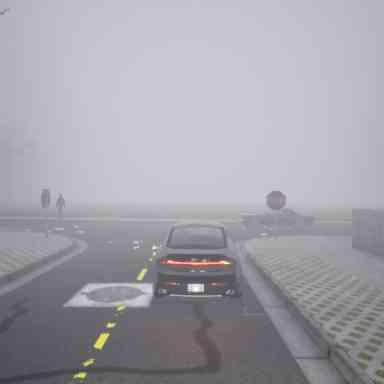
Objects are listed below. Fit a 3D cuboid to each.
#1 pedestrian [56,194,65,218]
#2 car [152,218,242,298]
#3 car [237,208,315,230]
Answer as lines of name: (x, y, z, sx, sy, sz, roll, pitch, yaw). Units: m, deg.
pedestrian: (-9.685, 0.997, 24.504, 0.375, 1.860, 0.375, 0, -1, 0)
car: (0.176, 1.503, 8.500, 1.837, 1.490, 4.892, 0, 0, 3)
car: (5.291, 1.685, 21.563, 4.718, 1.301, 1.895, 1, 0, -4)
